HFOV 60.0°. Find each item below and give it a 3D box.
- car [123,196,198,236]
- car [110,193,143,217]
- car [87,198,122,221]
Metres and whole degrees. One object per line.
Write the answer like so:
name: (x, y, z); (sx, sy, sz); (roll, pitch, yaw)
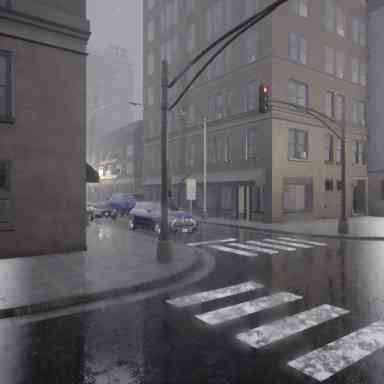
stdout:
car: (-1.640, 1.269, 17.967); (2.097, 1.767, 4.553); (0, 0, -36)
car: (-6.042, 1.078, 29.186); (2.150, 2.045, 5.566); (0, 0, -36)
car: (-7.436, 1.428, 26.073); (1.994, 1.385, 4.181); (0, 0, -35)
